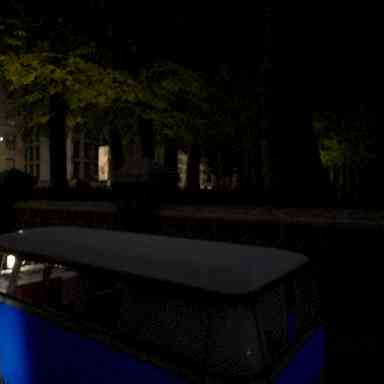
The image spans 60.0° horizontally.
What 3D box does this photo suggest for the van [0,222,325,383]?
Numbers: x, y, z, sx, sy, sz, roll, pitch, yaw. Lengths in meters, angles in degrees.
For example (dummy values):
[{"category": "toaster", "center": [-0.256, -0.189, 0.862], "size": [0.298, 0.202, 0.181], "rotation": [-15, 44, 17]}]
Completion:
[{"category": "van", "center": [-0.747, 1.331, 3.394], "size": [3.998, 1.788, 1.690], "rotation": [0, 0, 36]}]
